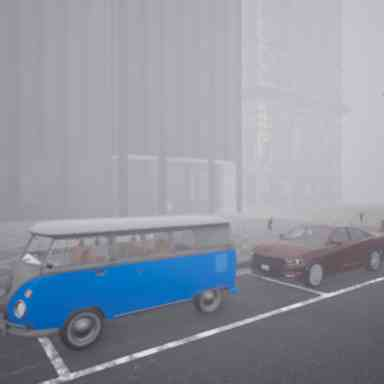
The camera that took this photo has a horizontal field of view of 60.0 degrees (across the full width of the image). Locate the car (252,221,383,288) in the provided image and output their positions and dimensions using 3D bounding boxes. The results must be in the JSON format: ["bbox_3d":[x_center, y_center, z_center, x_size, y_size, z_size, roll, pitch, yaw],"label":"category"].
[{"bbox_3d":[3.568,1.538,9.197,4.507,1.381,1.887,0,0,-36],"label":"car"}]

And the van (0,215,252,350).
[{"bbox_3d":[-1.024,1.339,5.922,3.998,1.788,1.690,0,0,-35],"label":"van"}]
